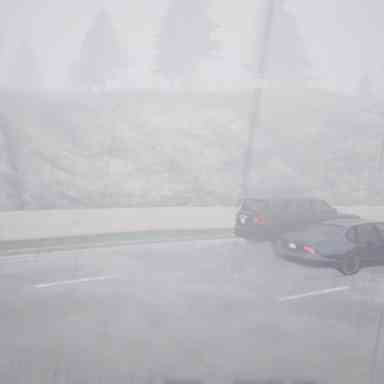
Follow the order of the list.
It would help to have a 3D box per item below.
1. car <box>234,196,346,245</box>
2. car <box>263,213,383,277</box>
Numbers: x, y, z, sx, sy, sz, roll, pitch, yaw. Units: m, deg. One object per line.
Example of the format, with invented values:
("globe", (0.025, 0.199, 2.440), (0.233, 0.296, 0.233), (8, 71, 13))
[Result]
("car", (4.443, 1.190, 13.707), (5.566, 2.045, 2.150), (0, 0, -22))
("car", (5.081, 1.531, 10.041), (5.357, 1.411, 2.033), (0, 0, -22))
